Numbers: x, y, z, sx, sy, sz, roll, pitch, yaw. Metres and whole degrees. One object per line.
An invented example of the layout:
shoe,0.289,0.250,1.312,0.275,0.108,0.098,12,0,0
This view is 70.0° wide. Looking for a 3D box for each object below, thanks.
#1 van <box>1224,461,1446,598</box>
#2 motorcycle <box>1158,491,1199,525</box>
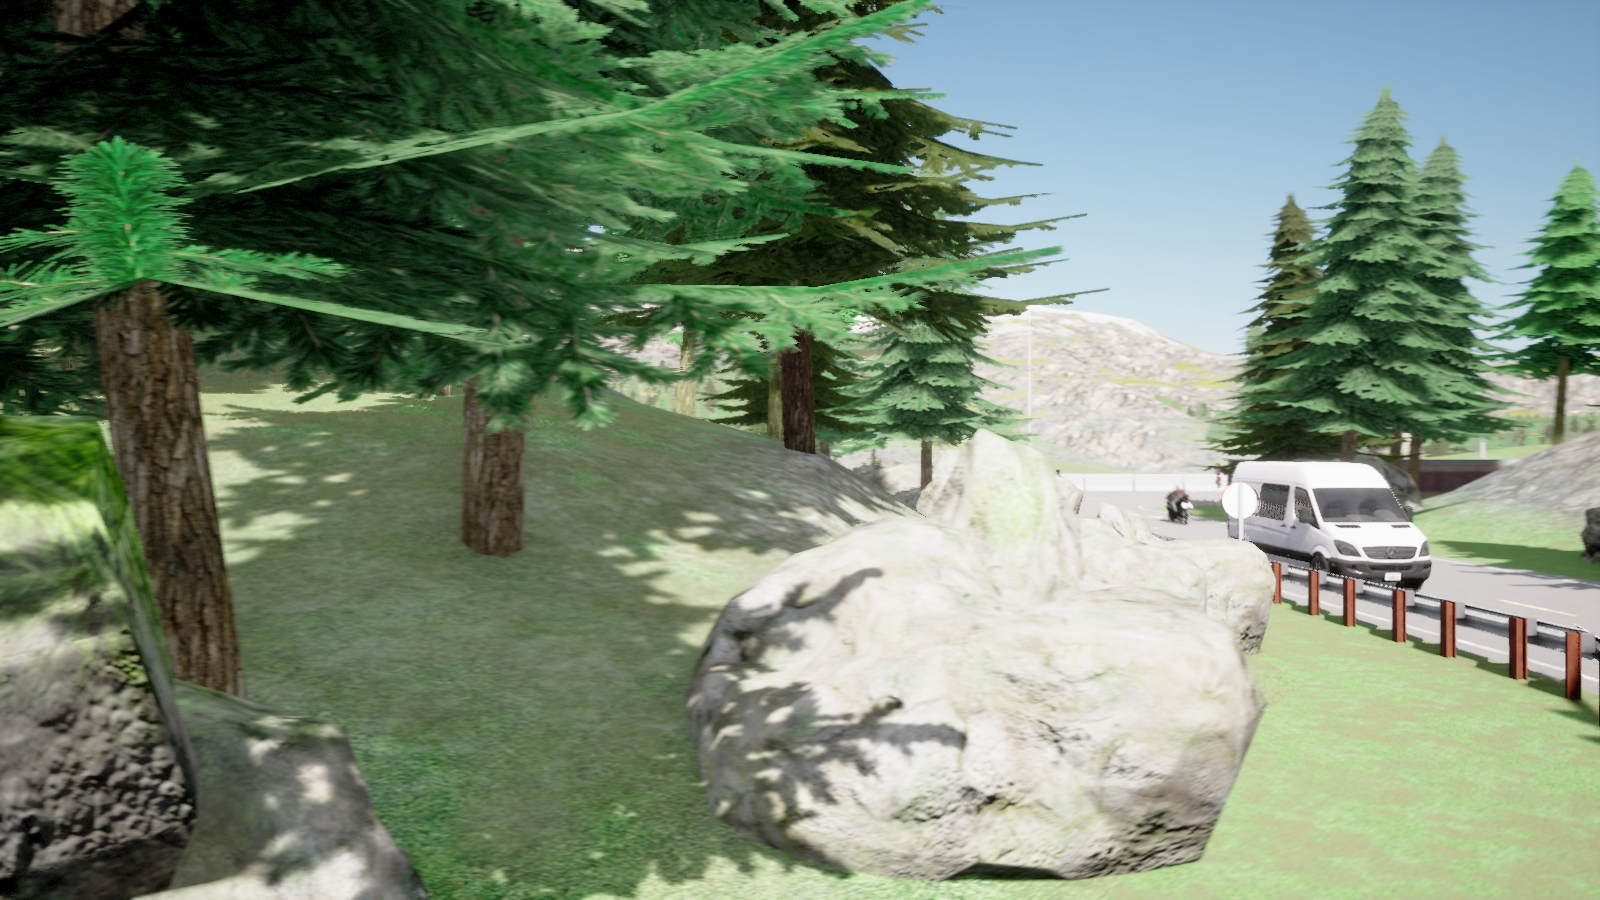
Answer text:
van,11.350,1.552,24.868,1.988,2.561,5.915,0,0,-1
motorcycle,14.734,2.243,44.541,0.867,1.251,2.209,0,0,0
